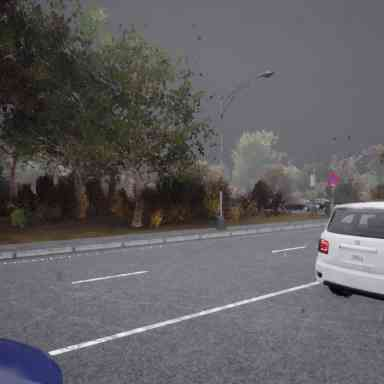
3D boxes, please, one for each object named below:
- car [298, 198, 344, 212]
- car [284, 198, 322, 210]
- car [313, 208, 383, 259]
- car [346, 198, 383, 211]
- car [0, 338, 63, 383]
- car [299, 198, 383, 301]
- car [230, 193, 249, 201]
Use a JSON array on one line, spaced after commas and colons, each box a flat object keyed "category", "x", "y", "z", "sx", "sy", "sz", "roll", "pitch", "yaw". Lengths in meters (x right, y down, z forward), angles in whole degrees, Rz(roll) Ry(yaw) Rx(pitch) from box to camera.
[{"category": "car", "x": 15.595, "y": 1.491, "z": 40.550, "sx": 2.128, "sy": 1.511, "sz": 4.902, "roll": 0, "pitch": 0, "yaw": -32}, {"category": "car", "x": 12.565, "y": 1.492, "z": 38.767, "sx": 2.128, "sy": 1.511, "sz": 4.902, "roll": 0, "pitch": 0, "yaw": -33}, {"category": "car", "x": 7.155, "y": 1.505, "z": 13.410, "sx": 4.892, "sy": 1.490, "sz": 1.837, "roll": 0, "pitch": 0, "yaw": -36}, {"category": "car", "x": 22.829, "y": 1.547, "z": 42.582, "sx": 2.033, "sy": 1.411, "sz": 5.357, "roll": 0, "pitch": 0, "yaw": -32}, {"category": "car", "x": -3.051, "y": 1.526, "z": 1.567, "sx": 4.674, "sy": 1.442, "sz": 1.812, "roll": 0, "pitch": 0, "yaw": -36}, {"category": "car", "x": 5.071, "y": 1.221, "z": 7.369, "sx": 5.566, "sy": 2.045, "sz": 2.150, "roll": 0, "pitch": 0, "yaw": -35}, {"category": "car", "x": 7.236, "y": 1.212, "z": 47.232, "sx": 2.150, "sy": 2.045, "sz": 5.566, "roll": 0, "pitch": 0, "yaw": -32}]
